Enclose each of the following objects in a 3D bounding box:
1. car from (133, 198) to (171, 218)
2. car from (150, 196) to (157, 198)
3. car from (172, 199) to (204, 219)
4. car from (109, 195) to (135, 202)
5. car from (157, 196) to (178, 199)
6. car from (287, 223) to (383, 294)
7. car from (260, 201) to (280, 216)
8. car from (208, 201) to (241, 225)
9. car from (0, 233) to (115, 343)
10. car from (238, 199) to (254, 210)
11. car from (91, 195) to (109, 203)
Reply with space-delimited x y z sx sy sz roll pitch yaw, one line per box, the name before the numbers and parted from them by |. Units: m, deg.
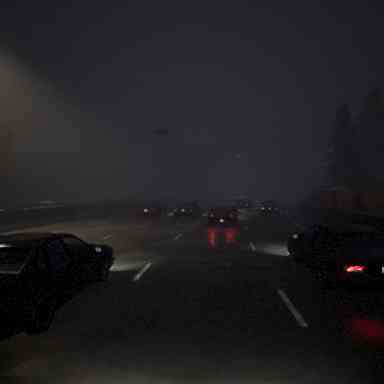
car | -3.537 1.548 30.407 1.994 1.385 4.181 0 0 12
car | -7.306 1.526 65.395 1.994 1.385 4.181 0 0 23
car | -0.205 1.538 29.535 2.033 1.411 5.357 0 0 12
car | -12.585 1.504 61.735 2.033 1.411 5.357 0 0 21
car | -4.247 1.476 63.643 1.837 1.490 4.892 0 0 23
car | 3.986 1.553 8.935 2.033 1.411 5.357 0 0 4
car | 7.722 1.553 32.923 2.033 1.411 5.357 0 0 14
car | 2.366 1.598 24.263 1.895 1.301 4.718 0 0 10
car | -3.156 1.539 6.701 2.033 1.411 5.357 0 0 3
car | 6.658 1.548 42.155 2.033 1.411 5.357 0 0 17
car | -16.525 1.302 61.263 2.097 1.767 4.553 0 0 21
